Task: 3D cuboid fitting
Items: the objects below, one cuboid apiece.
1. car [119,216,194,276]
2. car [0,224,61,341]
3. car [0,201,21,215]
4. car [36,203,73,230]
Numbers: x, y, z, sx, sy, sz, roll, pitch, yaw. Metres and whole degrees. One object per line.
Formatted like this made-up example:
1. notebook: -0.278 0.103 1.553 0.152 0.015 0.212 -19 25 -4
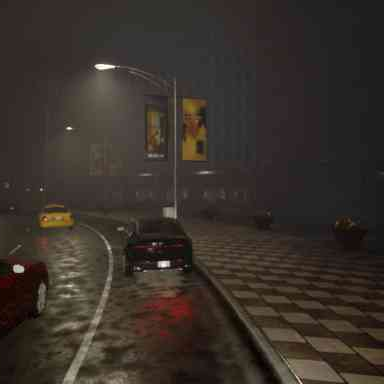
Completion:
1. car: -1.230 1.503 10.445 1.837 1.490 4.892 0 0 -13
2. car: -3.481 1.475 4.275 1.882 1.535 5.008 0 0 -5
3. car: -18.934 1.545 33.505 4.181 1.385 1.994 0 0 41
4. car: -8.550 1.448 20.580 1.801 1.575 5.366 0 0 -27
